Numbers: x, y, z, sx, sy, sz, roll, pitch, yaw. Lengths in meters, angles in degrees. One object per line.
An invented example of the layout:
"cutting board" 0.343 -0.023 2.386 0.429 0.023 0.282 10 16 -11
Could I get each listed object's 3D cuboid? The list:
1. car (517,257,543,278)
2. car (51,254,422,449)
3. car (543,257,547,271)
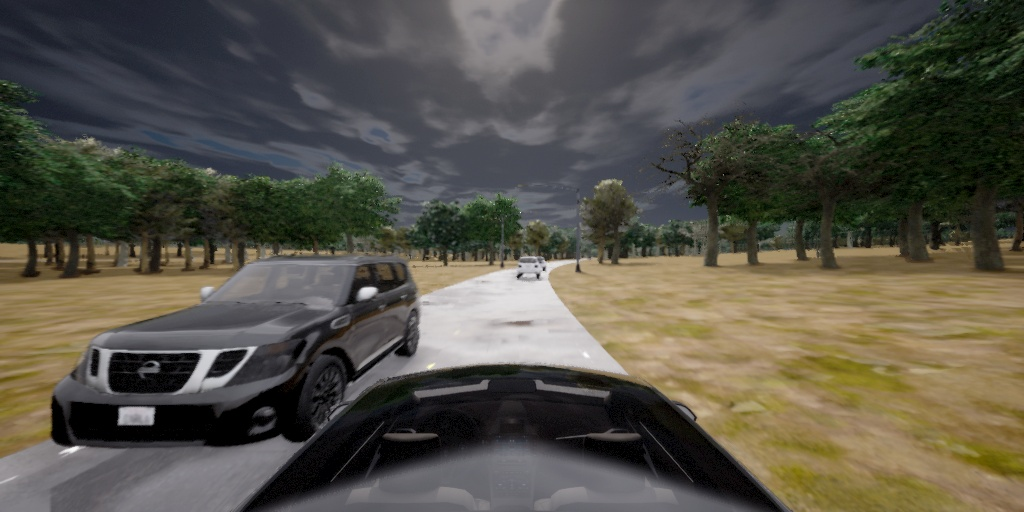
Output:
"car" 1.729 1.112 35.902 2.150 2.045 5.566 0 0 5
"car" -3.066 0.987 5.720 2.150 2.045 5.566 0 0 1
"car" 4.024 1.136 54.478 2.150 2.045 5.566 0 0 9
